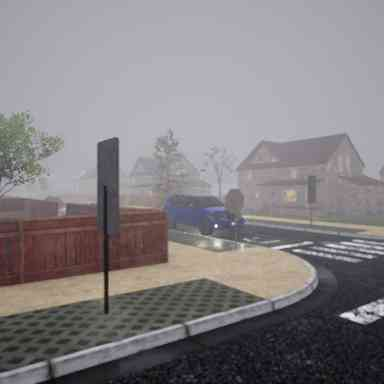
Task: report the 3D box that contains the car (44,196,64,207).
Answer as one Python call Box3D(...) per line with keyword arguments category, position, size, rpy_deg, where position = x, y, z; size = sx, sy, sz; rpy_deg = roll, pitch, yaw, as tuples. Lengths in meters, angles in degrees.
Box3D(category="car", position=(-19.297, 1.299, 46.407), size=(1.882, 1.535, 5.008), rpy_deg=(0, 0, -36))

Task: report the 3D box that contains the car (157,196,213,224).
Box3D(category="car", position=(-0.622, 1.257, 24.577), size=(2.097, 1.767, 4.553), rpy_deg=(0, 0, -32))

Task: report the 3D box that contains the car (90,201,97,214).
Box3D(category="car", position=(-8.128, 1.438, 30.660), size=(1.994, 1.385, 4.181), rpy_deg=(0, 0, -36))

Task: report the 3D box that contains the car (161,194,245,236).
Box3D(category="car", position=(0.446, 1.157, 18.620), size=(2.150, 2.045, 5.566), rpy_deg=(0, 1, -36))
